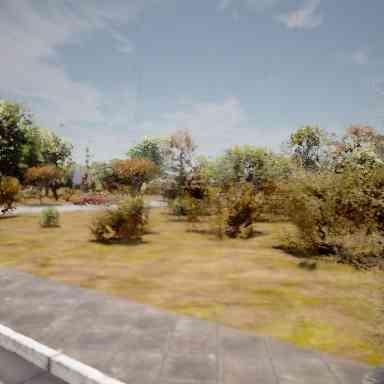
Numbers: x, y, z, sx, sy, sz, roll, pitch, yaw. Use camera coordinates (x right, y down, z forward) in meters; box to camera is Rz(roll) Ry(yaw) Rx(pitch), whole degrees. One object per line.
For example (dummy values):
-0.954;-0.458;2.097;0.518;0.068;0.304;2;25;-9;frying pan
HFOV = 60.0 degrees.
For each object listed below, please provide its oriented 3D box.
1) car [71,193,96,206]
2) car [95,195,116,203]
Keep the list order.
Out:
-17.222;1.159;55.367;2.150;2.045;5.566;0;1;39;car
-13.016;1.415;55.034;1.837;1.490;4.892;0;0;39;car
